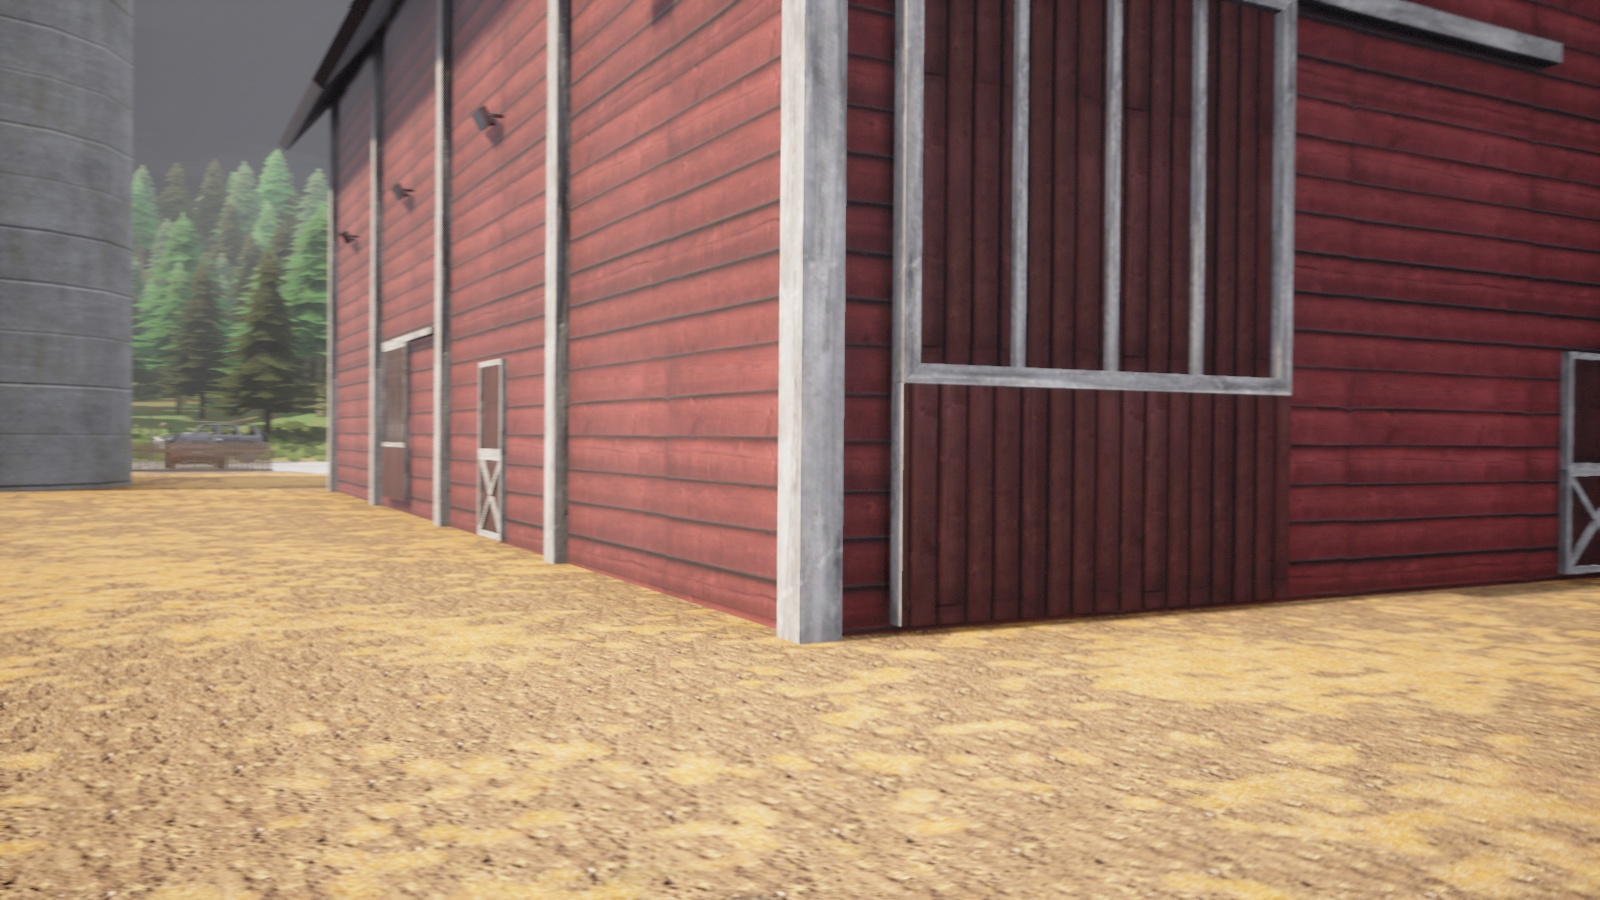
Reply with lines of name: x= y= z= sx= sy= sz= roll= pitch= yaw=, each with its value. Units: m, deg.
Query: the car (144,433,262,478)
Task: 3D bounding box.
car: x=-26.273 y=0.216 z=55.298 sx=4.605 sy=1.855 sz=1.932 roll=-1 pitch=1 yaw=-28
